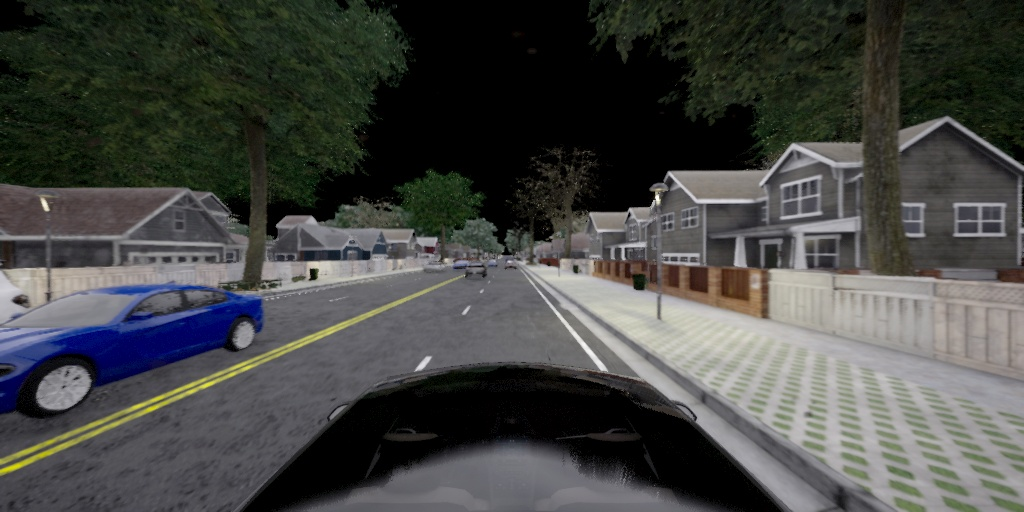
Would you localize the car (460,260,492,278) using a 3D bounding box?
[{"bbox_3d":[-3.331,1.274,34.227,2.128,1.511,4.902,0,0,0],"label":"car"}]

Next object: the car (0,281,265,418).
[{"bbox_3d":[-6.616,1.254,6.162,1.882,1.535,5.008,0,0,0],"label":"car"}]

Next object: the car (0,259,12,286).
[{"bbox_3d":[-9.855,1.011,4.173,2.150,2.045,5.566,0,0,0],"label":"car"}]

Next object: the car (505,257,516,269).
[{"bbox_3d":[-0.213,1.351,56.888,2.033,1.411,5.357,0,0,0],"label":"car"}]

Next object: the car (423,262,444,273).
[{"bbox_3d":[-10.073,1.428,46.132,1.895,1.301,4.718,0,0,0],"label":"car"}]

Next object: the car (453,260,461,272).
[{"bbox_3d":[-6.837,1.295,48.848,1.882,1.535,5.008,0,0,0],"label":"car"}]
